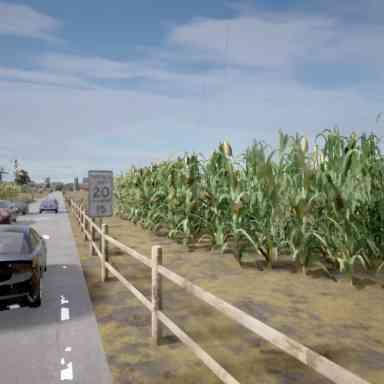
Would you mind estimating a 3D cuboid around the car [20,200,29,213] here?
[{"bbox_3d":[-17.393,1.514,33.026,2.128,1.511,4.902,0,0,-21],"label":"car"}]

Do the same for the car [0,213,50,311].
[{"bbox_3d":[-4.382,1.480,7.563,1.882,1.535,5.008,0,0,-21],"label":"car"}]

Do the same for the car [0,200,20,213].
[{"bbox_3d":[-13.408,1.369,22.772,2.097,1.767,4.553,0,0,-21],"label":"car"}]

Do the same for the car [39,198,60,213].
[{"bbox_3d":[-15.727,1.560,36.605,2.033,1.411,5.357,0,0,-21],"label":"car"}]

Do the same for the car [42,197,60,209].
[{"bbox_3d":[-19.381,1.510,45.769,2.128,1.511,4.902,0,0,-21],"label":"car"}]
